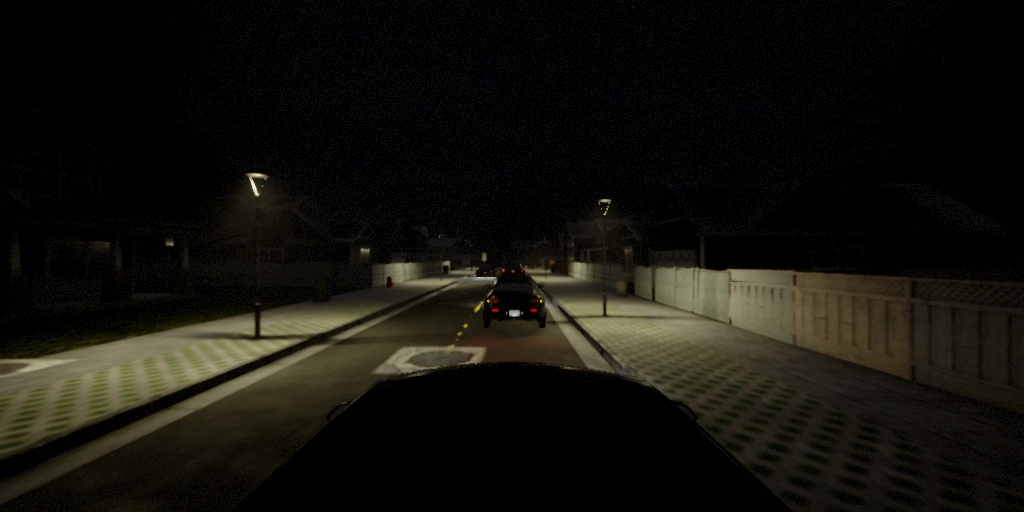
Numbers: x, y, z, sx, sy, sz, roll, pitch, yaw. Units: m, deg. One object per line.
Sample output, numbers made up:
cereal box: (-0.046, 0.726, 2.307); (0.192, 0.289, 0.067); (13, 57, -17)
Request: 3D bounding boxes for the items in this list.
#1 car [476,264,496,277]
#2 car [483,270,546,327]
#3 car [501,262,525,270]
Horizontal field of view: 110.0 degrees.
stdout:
car: (-2.848, 1.593, 39.600); (1.994, 1.385, 4.181); (0, 0, 0)
car: (0.078, 1.352, 11.787); (1.812, 1.442, 4.674); (0, 0, 0)
car: (0.090, 1.332, 32.427); (2.097, 1.767, 4.553); (0, 0, 0)
